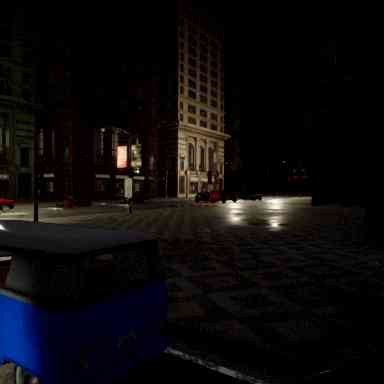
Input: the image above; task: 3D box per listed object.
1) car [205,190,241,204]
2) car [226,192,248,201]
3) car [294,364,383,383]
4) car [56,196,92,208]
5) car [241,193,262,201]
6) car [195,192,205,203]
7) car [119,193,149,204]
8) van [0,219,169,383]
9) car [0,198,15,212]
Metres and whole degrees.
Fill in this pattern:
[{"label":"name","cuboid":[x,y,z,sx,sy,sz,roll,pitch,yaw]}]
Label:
[{"label":"car","cuboid":[4.814,0.648,50.538,2.150,2.045,5.566,0,1,36]},{"label":"car","cuboid":[8.254,0.752,61.126,1.882,1.535,5.008,0,1,35]},{"label":"car","cuboid":[2.407,1.582,1.365,4.206,1.307,1.802,0,0,35]},{"label":"car","cuboid":[-14.320,1.177,40.596,1.994,1.385,4.181,0,1,35]},{"label":"car","cuboid":[10.910,0.856,59.251,1.994,1.385,4.181,0,1,35]},{"label":"car","cuboid":[2.441,0.755,52.803,2.097,1.767,4.553,0,1,36]},{"label":"car","cuboid":[-8.470,0.992,48.860,1.837,1.490,4.892,0,1,35]},{"label":"van","cuboid":[-2.205,1.341,4.626,3.998,1.788,1.690,0,0,35]},{"label":"car","cuboid":[-20.079,1.218,32.443,1.882,1.535,5.008,0,1,35]}]
